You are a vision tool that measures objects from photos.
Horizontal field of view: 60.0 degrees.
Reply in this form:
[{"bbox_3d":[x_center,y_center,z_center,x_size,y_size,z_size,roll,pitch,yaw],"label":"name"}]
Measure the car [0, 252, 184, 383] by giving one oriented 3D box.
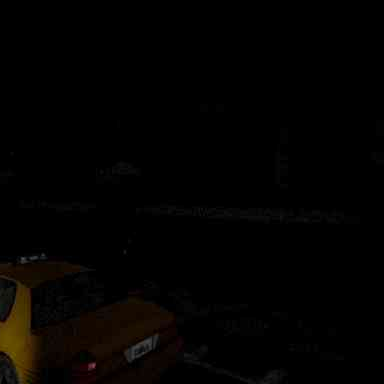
[{"bbox_3d":[-2.375,1.525,4.660,4.829,1.417,1.752,0,0,36],"label":"car"}]
